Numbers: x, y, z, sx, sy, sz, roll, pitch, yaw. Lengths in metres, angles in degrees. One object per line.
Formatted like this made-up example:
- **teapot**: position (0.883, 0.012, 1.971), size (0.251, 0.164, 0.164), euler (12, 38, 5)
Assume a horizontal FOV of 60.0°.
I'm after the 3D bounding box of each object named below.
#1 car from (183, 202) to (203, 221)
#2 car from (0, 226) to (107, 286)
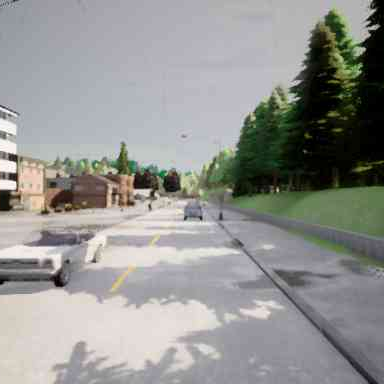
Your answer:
- **car**: position (0.111, 1.989, 32.360), size (2.033, 1.411, 5.357), euler (0, -1, 0)
- **car**: position (-4.059, 1.738, 9.918), size (1.895, 1.301, 4.718), euler (0, -1, 0)
